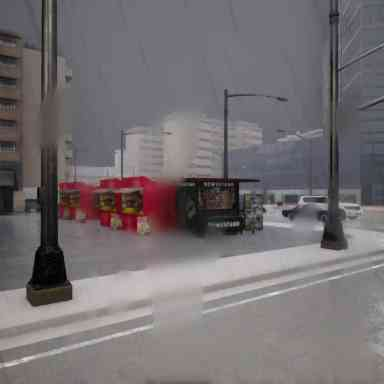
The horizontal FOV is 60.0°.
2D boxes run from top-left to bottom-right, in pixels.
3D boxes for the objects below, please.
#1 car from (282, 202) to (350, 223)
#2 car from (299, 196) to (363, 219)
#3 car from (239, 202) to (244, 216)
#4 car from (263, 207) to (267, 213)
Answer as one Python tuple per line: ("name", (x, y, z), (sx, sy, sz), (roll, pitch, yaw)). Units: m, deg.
("car", (9.675, 1.707, 26.702), (1.895, 1.301, 4.718), (0, -1, -37))
("car", (12.004, 1.339, 29.432), (2.150, 2.045, 5.566), (0, -1, -36))
("car", (3.658, 1.777, 34.952), (2.033, 1.411, 5.357), (0, -1, -37))
("car", (5.939, 1.789, 37.780), (2.033, 1.411, 5.357), (0, -1, -36))
